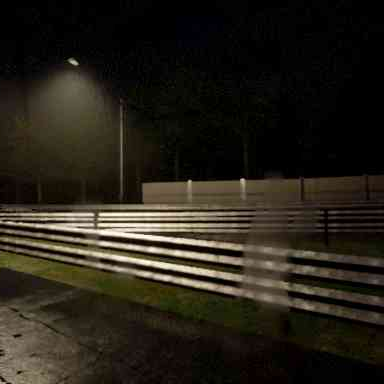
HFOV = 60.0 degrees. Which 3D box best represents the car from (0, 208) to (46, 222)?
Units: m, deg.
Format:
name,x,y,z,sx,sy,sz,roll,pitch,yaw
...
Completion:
name,x,y,z,sx,sy,sz,roll,pitch,yaw
car,-12.984,1.824,23.800,4.718,1.301,1.895,0,0,12
